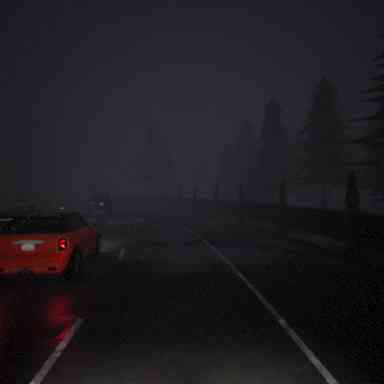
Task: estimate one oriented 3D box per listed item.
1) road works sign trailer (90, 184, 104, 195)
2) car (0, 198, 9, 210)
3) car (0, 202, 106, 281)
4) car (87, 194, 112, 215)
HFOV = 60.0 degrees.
[{"bbox_3d":[-16.304,0.473,56.690,2.380,3.560,2.880,0,0,-34],"label":"road works sign trailer"},{"bbox_3d":[-26.063,1.579,45.144,2.033,1.411,5.357,0,0,-28],"label":"car"},{"bbox_3d":[-4.151,1.356,10.144,2.097,1.767,4.553,0,0,-5],"label":"car"},{"bbox_3d":[-9.227,1.226,33.195,2.150,2.045,5.566,0,0,-19],"label":"car"}]
